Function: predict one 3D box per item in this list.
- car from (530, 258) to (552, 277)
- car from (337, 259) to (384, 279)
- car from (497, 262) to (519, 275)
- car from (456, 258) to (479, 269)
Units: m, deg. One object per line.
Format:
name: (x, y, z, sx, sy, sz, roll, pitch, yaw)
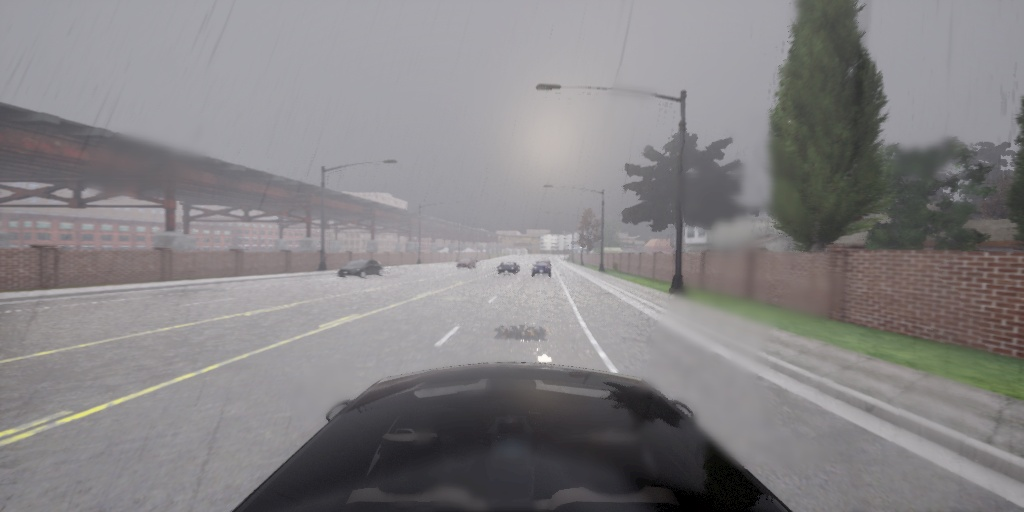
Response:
car: (2.988, 1.251, 36.062, 1.812, 1.442, 4.674, 1, 0, 6)
car: (-11.989, 0.992, 28.773, 1.837, 1.490, 4.892, 1, 0, 6)
car: (-0.291, 1.263, 38.210, 1.895, 1.301, 4.718, 1, 0, 6)
car: (-6.308, 1.005, 49.719, 1.882, 1.535, 5.008, 1, 0, 6)
